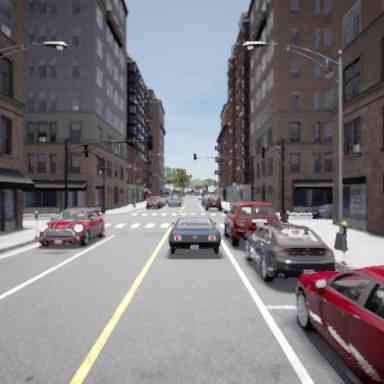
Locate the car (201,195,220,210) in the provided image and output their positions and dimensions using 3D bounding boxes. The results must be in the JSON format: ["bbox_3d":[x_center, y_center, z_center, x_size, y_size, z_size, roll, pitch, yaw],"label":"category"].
[{"bbox_3d":[2.706,1.466,42.449,2.192,1.841,5.009,0,0,0],"label":"car"}]

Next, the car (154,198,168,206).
[{"bbox_3d":[-5.406,1.759,58.959,2.008,1.369,4.403,0,0,0],"label":"car"}]

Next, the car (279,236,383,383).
[{"bbox_3d":[2.638,1.560,4.028,1.887,1.381,4.507,0,0,0],"label":"car"}]

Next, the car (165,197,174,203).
[{"bbox_3d":[-5.395,1.830,80.974,1.887,1.381,4.507,0,0,0],"label":"car"}]

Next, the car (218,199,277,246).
[{"bbox_3d":[2.639,1.371,15.393,2.192,1.841,5.009,0,0,0],"label":"car"}]

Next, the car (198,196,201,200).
[{"bbox_3d":[2.695,1.524,58.960,2.192,1.841,5.009,0,0,0],"label":"car"}]

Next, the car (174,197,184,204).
[{"bbox_3d":[-2.741,1.746,69.586,1.837,1.490,4.892,0,0,0],"label":"car"}]

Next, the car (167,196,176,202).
[{"bbox_3d":[-5.392,1.855,86.477,2.008,1.369,4.403,0,0,0],"label":"car"}]

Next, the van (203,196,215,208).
[{"bbox_3d":[2.699,1.531,53.456,1.690,1.788,3.998,0,0,0],"label":"van"}]

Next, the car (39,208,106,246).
[{"bbox_3d":[-5.386,1.496,15.393,1.967,1.590,4.097,0,0,0],"label":"car"}]

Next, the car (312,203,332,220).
[{"bbox_3d":[12.032,1.626,27.198,4.181,1.385,1.994,0,0,-3],"label":"car"}]

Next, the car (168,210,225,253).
[{"bbox_3d":[0.101,1.651,13.849,1.895,1.301,4.718,0,0,0],"label":"car"}]

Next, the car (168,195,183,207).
[{"bbox_3d":[-2.806,1.544,54.387,2.097,1.767,4.553,0,0,0],"label":"car"}]

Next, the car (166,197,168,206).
[{"bbox_3d":[-5.409,1.755,53.455,1.947,1.339,4.313,0,0,0],"label":"car"}]

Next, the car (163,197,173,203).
[{"bbox_3d":[-5.398,1.811,75.471,1.887,1.381,4.507,0,0,0],"label":"car"}]

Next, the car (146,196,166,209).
[{"bbox_3d":[-5.412,1.485,47.953,2.192,1.841,5.009,0,0,0],"label":"car"}]

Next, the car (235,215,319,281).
[{"bbox_3d":[2.639,1.586,9.710,2.008,1.369,4.403,0,0,0],"label":"car"}]
